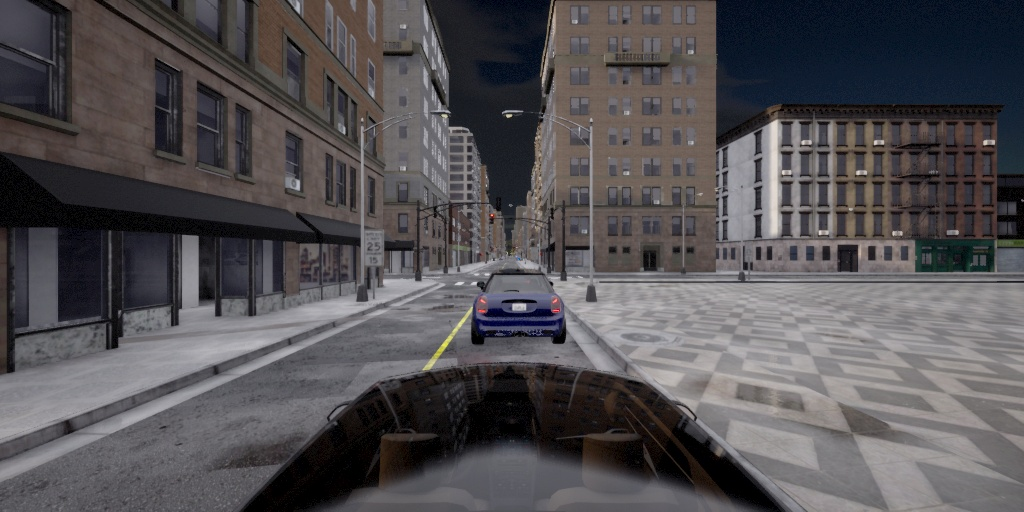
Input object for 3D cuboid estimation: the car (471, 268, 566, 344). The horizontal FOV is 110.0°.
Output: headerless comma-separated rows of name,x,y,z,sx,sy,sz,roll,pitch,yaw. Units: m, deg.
car,0.100,1.102,9.716,2.097,1.767,4.553,0,0,-1
